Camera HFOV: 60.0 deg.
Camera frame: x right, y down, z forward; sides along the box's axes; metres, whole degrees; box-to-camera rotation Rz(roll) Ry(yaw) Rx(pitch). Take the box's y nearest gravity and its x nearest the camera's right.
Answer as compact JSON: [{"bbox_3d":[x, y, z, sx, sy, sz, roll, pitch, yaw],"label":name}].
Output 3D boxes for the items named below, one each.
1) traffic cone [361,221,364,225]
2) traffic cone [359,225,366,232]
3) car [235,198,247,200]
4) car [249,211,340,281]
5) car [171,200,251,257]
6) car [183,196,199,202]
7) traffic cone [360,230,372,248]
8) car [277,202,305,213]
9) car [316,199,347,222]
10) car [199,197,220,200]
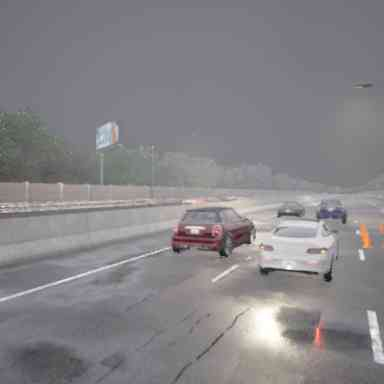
[{"bbox_3d":[8.789,1.937,17.037,0.340,0.580,0.340,0,0,25],"label":"traffic cone"},{"bbox_3d":[7.928,1.937,15.232,0.340,0.580,0.340,0,0,25],"label":"traffic cone"},{"bbox_3d":[7.540,1.624,51.826,1.812,1.442,4.674,0,0,26],"label":"car"},{"bbox_3d":[3.287,1.523,9.939,1.812,1.442,4.674,0,0,25],"label":"car"},{"bbox_3d":[1.013,1.367,13.309,2.097,1.767,4.553,0,0,25],"label":"car"},{"bbox_3d":[0.172,1.485,52.643,2.097,1.767,4.553,0,0,26],"label":"car"},{"bbox_3d":[7.068,1.938,13.426,0.340,0.580,0.340,0,0,25],"label":"traffic cone"},{"bbox_3d":[9.039,1.578,30.154,1.994,1.385,4.181,0,0,25],"label":"car"},{"bbox_3d":[10.986,1.345,26.106,2.097,1.767,4.553,0,0,25],"label":"car"},{"bbox_3d":[3.241,1.639,50.951,1.812,1.442,4.674,0,0,26],"label":"car"}]
